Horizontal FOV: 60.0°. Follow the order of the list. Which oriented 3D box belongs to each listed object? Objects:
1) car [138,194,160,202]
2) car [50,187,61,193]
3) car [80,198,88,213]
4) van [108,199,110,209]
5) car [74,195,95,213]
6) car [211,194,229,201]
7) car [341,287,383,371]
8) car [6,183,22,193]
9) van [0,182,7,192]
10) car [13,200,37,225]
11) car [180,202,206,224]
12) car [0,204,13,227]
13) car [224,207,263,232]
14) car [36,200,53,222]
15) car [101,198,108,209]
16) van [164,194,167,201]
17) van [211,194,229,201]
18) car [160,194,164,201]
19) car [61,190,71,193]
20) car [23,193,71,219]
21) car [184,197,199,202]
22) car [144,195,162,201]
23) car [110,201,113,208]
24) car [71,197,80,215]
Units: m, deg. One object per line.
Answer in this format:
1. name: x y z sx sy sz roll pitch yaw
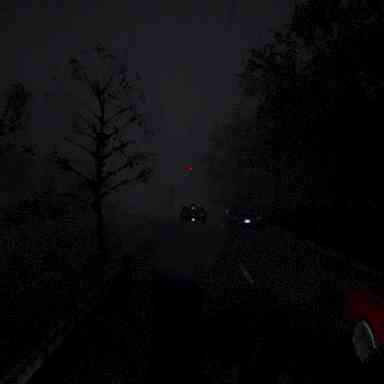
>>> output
1. car: -11.469 1.769 85.116 4.792 1.488 2.163 -1 0 -15
2. car: -31.181 -0.063 76.048 2.435 2.045 5.566 6 -3 -19
3. car: -13.779 1.688 35.261 4.674 1.452 2.002 -1 0 -20
4. van: -13.613 1.486 44.332 4.442 1.987 1.878 -1 -1 -19
5. car: -13.800 1.419 38.260 5.566 2.045 2.435 -1 0 -20
6. car: 7.641 1.581 90.688 4.553 1.767 2.185 1 0 -14
7. car: 3.099 1.601 2.737 1.895 1.301 4.718 0 0 0
8. car: -40.219 -0.628 76.098 2.231 1.521 4.892 6 -3 -19
9. van: -43.165 -1.127 76.040 1.878 1.987 4.442 6 -3 -19
10. car: -13.810 1.568 23.257 4.892 1.521 2.231 -1 -1 -20
11. car: 0.097 1.691 25.852 1.895 1.301 4.718 0 0 0
12. car: -13.837 1.424 20.248 4.553 1.767 2.185 -1 -1 -20
13. car: 3.097 1.622 20.656 1.994 1.385 4.181 0 0 0
14. car: -13.826 1.615 26.241 4.792 1.488 2.163 -1 0 -20
15. car: -13.728 1.440 41.296 5.566 2.045 2.435 -1 -1 -20
16. van: -10.268 1.552 94.102 4.442 1.987 1.878 -1 -1 -14
17. van: 7.258 1.466 87.718 4.442 1.987 1.878 1 0 -14
18. car: -10.825 1.742 88.108 5.366 1.575 1.946 -1 -1 -15
19. car: -28.186 0.499 75.985 2.002 1.452 4.674 6 -3 -19
20. car: -13.827 1.355 29.246 5.566 2.045 2.435 -1 0 -20
21. car: 0.154 1.718 40.382 1.812 1.442 4.674 0 -1 0
22. car: -10.732 1.639 91.061 4.553 1.767 2.185 -1 -1 -14
23. car: -13.639 1.609 47.309 4.553 1.767 2.185 -1 0 -19
24. car: -13.967 1.626 32.195 5.366 1.575 1.946 -1 0 -20
